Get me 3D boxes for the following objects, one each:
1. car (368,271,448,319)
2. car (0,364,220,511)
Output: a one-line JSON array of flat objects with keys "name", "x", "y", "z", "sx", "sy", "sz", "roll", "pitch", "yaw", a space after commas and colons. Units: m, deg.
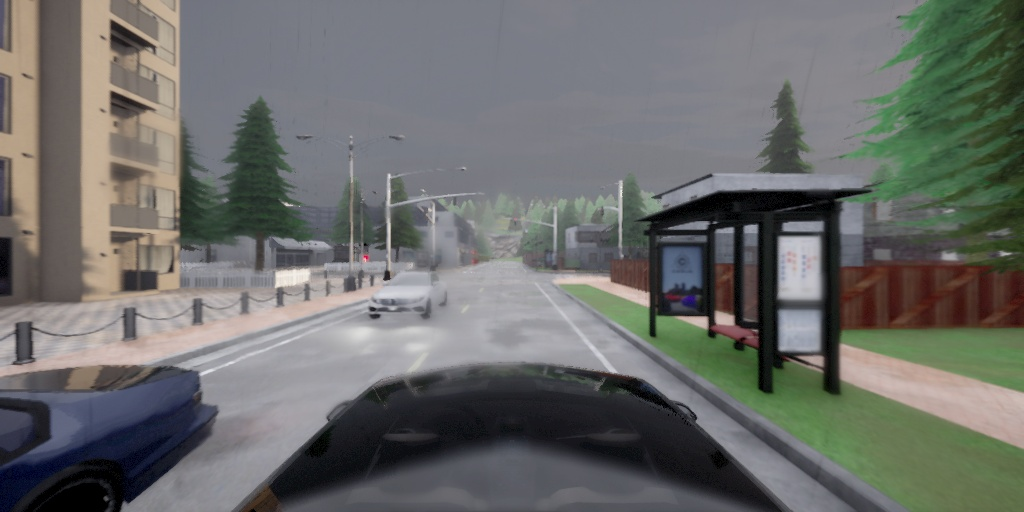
[{"name": "car", "x": -3.503, "y": 1.270, "z": 12.896, "sx": 1.812, "sy": 1.442, "sz": 4.674, "roll": 0, "pitch": 0, "yaw": 0}, {"name": "car", "x": -3.595, "y": 1.299, "z": 0.847, "sx": 2.033, "sy": 1.411, "sz": 5.357, "roll": 0, "pitch": 0, "yaw": 0}]
